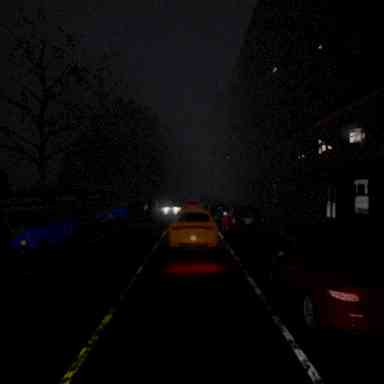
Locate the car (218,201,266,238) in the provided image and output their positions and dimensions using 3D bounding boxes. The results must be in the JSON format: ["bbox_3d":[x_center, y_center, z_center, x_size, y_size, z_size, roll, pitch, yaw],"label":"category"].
[{"bbox_3d":[2.687,1.440,17.794,1.967,1.590,4.097,0,0,0],"label":"car"}]

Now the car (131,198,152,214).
[{"bbox_3d":[-5.696,1.567,34.684,1.947,1.339,4.313,0,0,0],"label":"car"}]

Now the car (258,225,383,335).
[{"bbox_3d":[2.689,1.582,6.533,1.802,1.307,4.206,0,0,0],"label":"car"}]

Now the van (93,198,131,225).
[{"bbox_3d":[-5.694,1.341,23.424,1.690,1.788,3.998,0,0,0],"label":"van"}]

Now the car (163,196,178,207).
[{"bbox_3d":[-3.089,1.610,50.819,1.895,1.301,4.718,0,0,0],"label":"car"}]

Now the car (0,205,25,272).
[{"bbox_3d":[-5.692,1.315,6.532,2.192,1.841,5.009,0,0,0],"label":"car"}]

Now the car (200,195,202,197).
[{"bbox_3d":[2.682,1.540,57.376,1.752,1.417,4.829,0,0,0],"label":"car"}]

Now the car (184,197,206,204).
[{"bbox_3d":[0.071,1.478,30.457,1.882,1.535,5.008,0,0,0],"label":"car"}]

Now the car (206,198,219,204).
[{"bbox_3d":[2.684,1.567,34.686,1.947,1.339,4.313,0,0,0],"label":"car"}]

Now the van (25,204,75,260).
[{"bbox_3d":[-5.692,1.341,12.162,1.690,1.788,3.998,0,0,0],"label":"van"}]

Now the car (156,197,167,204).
[{"bbox_3d":[-5.700,1.602,62.835,1.802,1.307,4.206,0,0,0],"label":"car"}]

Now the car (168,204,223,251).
[{"bbox_3d":[0.064,1.478,14.132,1.882,1.535,5.008,0,0,0],"label":"car"}]

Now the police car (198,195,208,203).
[{"bbox_3d":[2.356,1.454,70.968,1.930,1.638,5.238,0,0,0],"label":"police car"}]

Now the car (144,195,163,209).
[{"bbox_3d":[-5.697,1.320,45.944,2.192,1.841,5.009,0,0,0],"label":"car"}]

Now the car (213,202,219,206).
[{"bbox_3d":[2.686,1.582,23.425,1.802,1.307,4.206,0,0,0],"label":"car"}]

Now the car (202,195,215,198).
[{"bbox_3d":[2.683,1.445,45.946,1.967,1.590,4.097,0,0,0],"label":"car"}]
